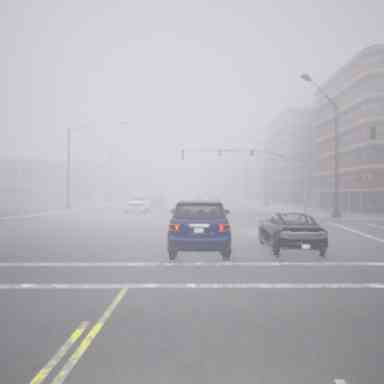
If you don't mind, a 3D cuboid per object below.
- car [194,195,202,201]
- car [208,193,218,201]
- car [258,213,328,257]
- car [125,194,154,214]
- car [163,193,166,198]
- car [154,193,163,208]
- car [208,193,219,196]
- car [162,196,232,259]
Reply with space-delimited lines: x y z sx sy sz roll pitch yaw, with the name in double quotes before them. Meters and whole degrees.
"car" 1.367 1.310 78.028 1.994 1.385 4.181 0 0 1
"car" 4.871 1.113 78.376 2.097 1.767 4.553 0 0 1
"car" 3.855 1.576 13.319 2.128 1.511 4.902 0 0 3
"car" -6.091 1.345 38.144 2.150 2.045 5.566 0 0 1
"car" -5.819 1.155 58.984 2.150 2.045 5.566 0 1 1
"car" -5.986 1.265 48.531 2.150 2.045 5.566 0 1 1
"car" 4.778 1.350 68.177 2.128 1.511 4.902 0 1 1
"car" 0.326 1.298 13.020 2.150 2.045 5.566 0 0 2
